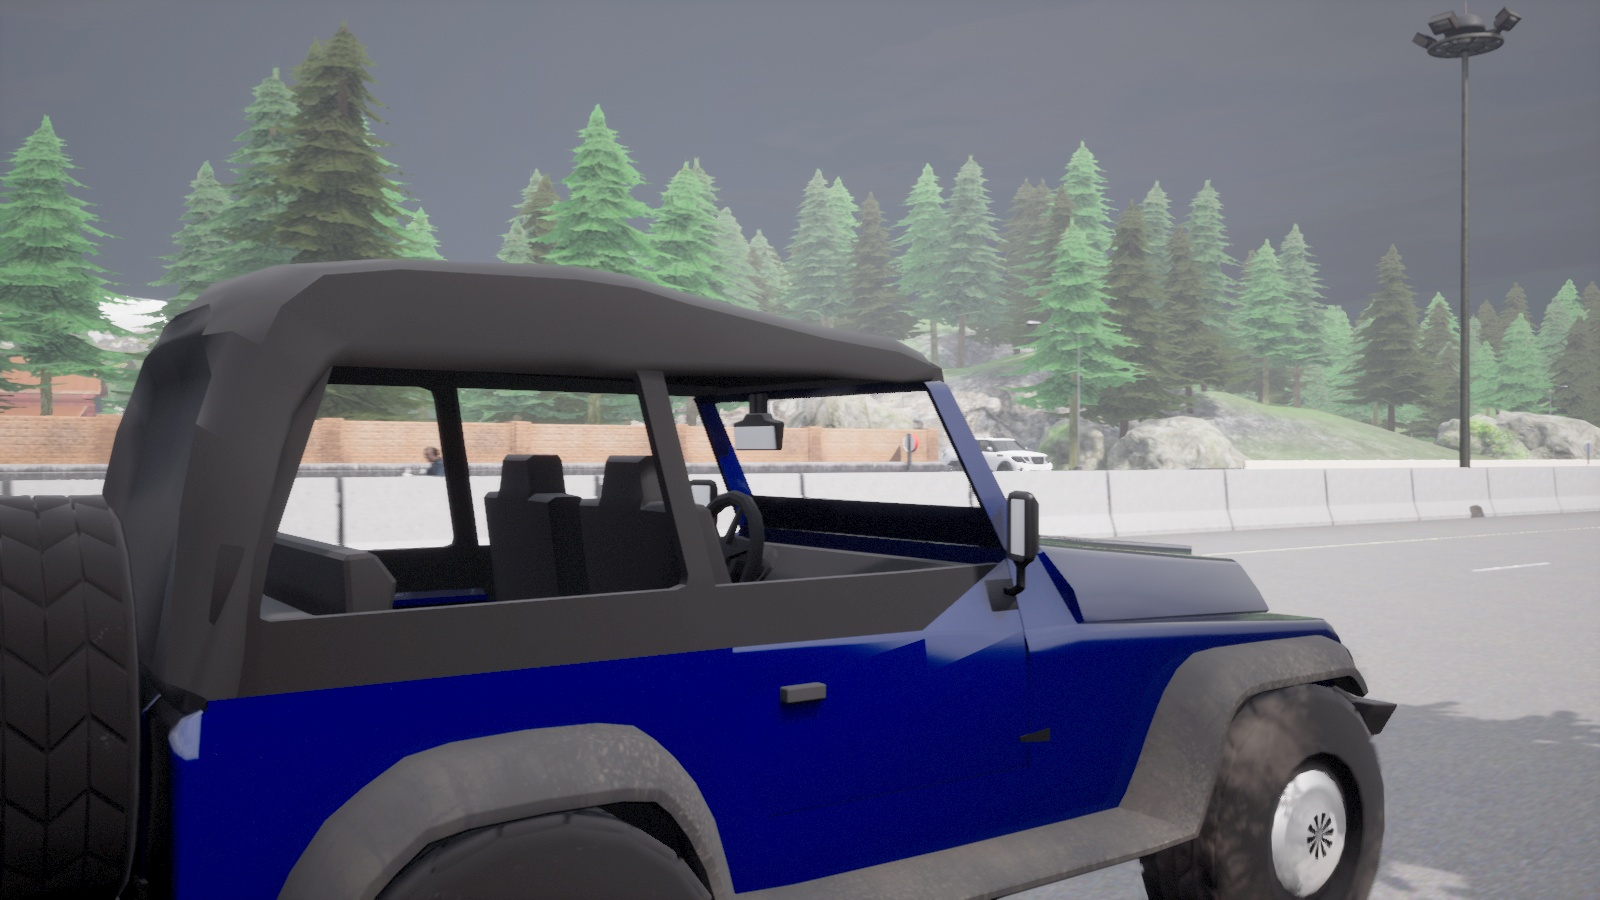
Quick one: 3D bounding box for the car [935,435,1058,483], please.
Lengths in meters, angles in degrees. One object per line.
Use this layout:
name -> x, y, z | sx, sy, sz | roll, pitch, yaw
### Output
car -> 8.659, 0.389, 55.800 | 2.150, 2.045, 5.566 | 0, 0, -34

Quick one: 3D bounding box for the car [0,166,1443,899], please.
car -> -0.144, 0.550, 3.561 | 3.866, 1.878, 1.905 | 0, 0, -35
